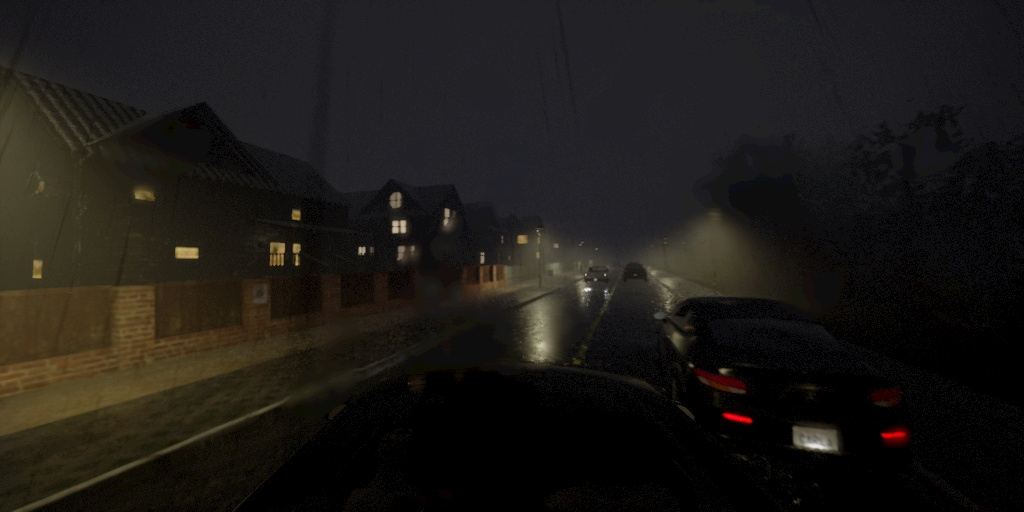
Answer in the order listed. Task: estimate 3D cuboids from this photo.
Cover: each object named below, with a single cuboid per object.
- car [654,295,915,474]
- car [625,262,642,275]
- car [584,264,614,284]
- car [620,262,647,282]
[{"bbox_3d":[3.090,1.275,5.006,1.812,1.442,4.674,-1,-1,18],"label":"car"},{"bbox_3d":[14.554,1.461,43.101,1.837,1.490,4.892,-1,0,19],"label":"car"},{"bbox_3d":[7.043,1.514,29.429,1.895,1.301,4.718,-1,0,18],"label":"car"},{"bbox_3d":[10.655,1.372,31.117,1.882,1.535,5.008,-1,0,18],"label":"car"}]
